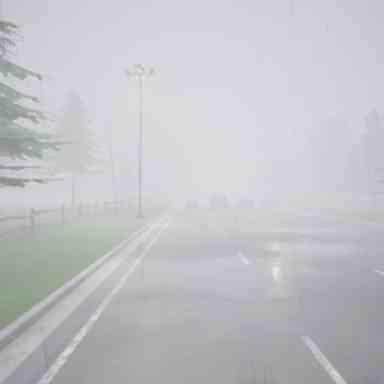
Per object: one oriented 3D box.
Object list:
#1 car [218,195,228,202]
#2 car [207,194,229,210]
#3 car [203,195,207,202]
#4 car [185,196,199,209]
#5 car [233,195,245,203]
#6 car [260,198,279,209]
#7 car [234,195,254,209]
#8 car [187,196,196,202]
[{"bbox_3d":[6.919,1.474,75.155,1.882,1.535,5.008,0,0,0],"label":"car"},{"bbox_3d":[3.517,1.222,43.479,2.150,2.045,5.566,0,0,0],"label":"car"},{"bbox_3d":[3.418,1.501,76.505,1.837,1.490,4.892,0,0,0],"label":"car"},{"bbox_3d":[0.030,1.568,46.497,1.994,1.385,4.181,0,0,0],"label":"car"},{"bbox_3d":[10.420,1.515,74.215,2.128,1.511,4.902,0,0,0],"label":"car"},{"bbox_3d":[10.493,1.513,45.242,1.812,1.442,4.674,0,0,1],"label":"car"},{"bbox_3d":[7.020,1.500,44.342,1.837,1.490,4.892,0,1,0],"label":"car"},{"bbox_3d":[-0.083,1.602,77.418,1.895,1.301,4.718,0,0,0],"label":"car"}]
